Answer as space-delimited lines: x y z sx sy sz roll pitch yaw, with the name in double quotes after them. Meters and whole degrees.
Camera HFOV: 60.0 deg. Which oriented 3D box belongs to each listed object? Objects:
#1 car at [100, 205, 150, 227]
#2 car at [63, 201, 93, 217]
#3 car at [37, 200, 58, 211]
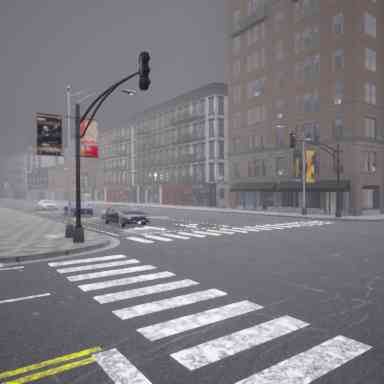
-5.014 1.653 24.260 2.033 1.411 5.357 -1 0 -35 "car"
-11.480 1.627 33.417 1.882 1.535 5.008 -1 0 -35 "car"
-19.131 1.730 43.944 1.812 1.442 4.674 -1 0 -37 "car"
